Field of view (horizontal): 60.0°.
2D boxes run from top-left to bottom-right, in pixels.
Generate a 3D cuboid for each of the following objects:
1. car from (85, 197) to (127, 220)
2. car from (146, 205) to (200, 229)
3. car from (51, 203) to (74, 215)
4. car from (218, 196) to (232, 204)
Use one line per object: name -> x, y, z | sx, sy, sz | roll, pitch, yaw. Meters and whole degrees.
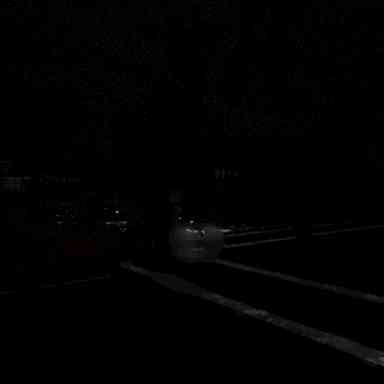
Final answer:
car -> -8.095, 1.450, 30.877 | 2.150, 2.045, 5.566 | 0, -1, -37
car -> -1.401, 1.564, 21.958 | 1.812, 1.442, 4.674 | 0, -1, -37
car -> -16.520, 2.073, 42.156 | 1.812, 1.442, 4.674 | -1, -1, -36
car -> 6.506, 1.528, 60.702 | 1.970, 1.475, 3.806 | 0, -1, -37
